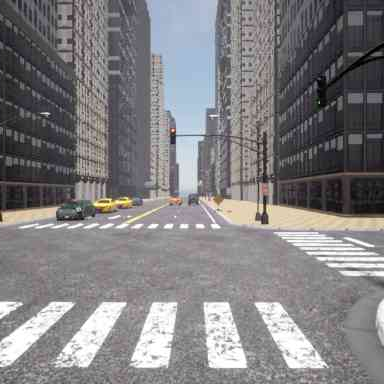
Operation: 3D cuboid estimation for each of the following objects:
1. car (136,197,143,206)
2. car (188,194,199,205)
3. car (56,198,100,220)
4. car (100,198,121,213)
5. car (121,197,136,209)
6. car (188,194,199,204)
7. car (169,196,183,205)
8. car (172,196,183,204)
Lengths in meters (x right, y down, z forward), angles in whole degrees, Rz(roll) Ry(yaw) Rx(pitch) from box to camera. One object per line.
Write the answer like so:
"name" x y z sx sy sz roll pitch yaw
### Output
"car" -9.635 1.640 57.752 2.033 1.411 5.357 0 0 1
"car" 0.278 1.606 60.154 1.837 1.490 4.892 0 0 0
"car" -9.766 1.374 28.236 2.097 1.767 4.553 0 0 0
"car" -9.741 1.516 37.423 1.882 1.535 5.008 0 0 0
"car" -9.707 1.539 47.105 1.882 1.535 5.008 0 0 0
"car" 0.281 1.361 70.361 2.150 2.045 5.566 0 0 0
"car" -2.971 1.452 59.942 2.097 1.767 4.553 0 0 0
"car" -2.971 1.634 70.131 2.128 1.511 4.902 0 0 0
